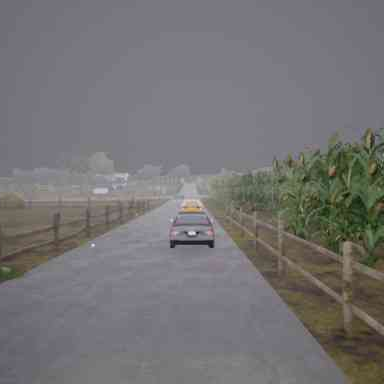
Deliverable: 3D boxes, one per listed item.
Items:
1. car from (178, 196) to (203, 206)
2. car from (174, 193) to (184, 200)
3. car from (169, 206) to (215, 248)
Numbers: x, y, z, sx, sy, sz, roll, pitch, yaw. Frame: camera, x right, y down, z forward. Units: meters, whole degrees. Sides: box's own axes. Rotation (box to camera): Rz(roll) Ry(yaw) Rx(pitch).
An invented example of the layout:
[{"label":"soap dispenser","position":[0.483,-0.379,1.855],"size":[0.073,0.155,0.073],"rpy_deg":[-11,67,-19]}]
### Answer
[{"label":"car","position":[0.001,1.429,29.664],"size":[1.882,1.535,5.008],"rpy_deg":[0,0,0]},{"label":"car","position":[-2.749,0.942,72.741],"size":[1.994,1.385,4.181],"rpy_deg":[0,2,0]},{"label":"car","position":[0.001,1.548,14.658],"size":[2.033,1.411,5.357],"rpy_deg":[0,0,0]}]
